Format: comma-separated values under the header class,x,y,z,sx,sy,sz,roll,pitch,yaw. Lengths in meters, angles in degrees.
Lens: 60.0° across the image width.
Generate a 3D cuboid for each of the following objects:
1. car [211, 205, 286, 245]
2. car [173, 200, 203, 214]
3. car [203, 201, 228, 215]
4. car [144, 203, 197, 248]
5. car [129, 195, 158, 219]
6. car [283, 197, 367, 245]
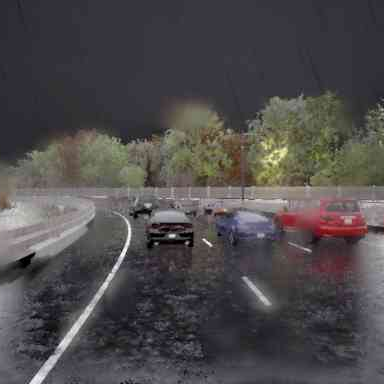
class,x,y,z,sx,sy,sz,roll,pitch,yaw
car,2.376,1.531,15.347,1.812,1.442,4.674,0,0,-8
car,-0.974,1.493,30.724,2.128,1.511,4.902,0,0,-16
car,2.384,1.571,31.711,1.994,1.385,4.181,0,0,-16
car,-1.088,1.483,14.848,1.882,1.535,5.008,0,0,-8
car,-4.341,1.256,29.765,2.150,2.045,5.566,0,0,-16
car,5.836,1.256,15.876,2.150,2.045,5.566,0,0,-8
